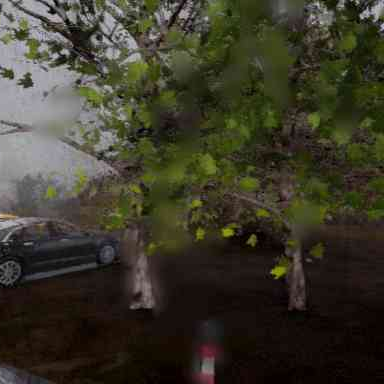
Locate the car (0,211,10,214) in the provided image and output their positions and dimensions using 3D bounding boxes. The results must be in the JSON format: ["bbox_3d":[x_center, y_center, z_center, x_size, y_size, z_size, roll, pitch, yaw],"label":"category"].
[{"bbox_3d":[-6.386,1.465,11.014,2.097,1.535,5.008,0,0,36],"label":"car"}]

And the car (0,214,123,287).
[{"bbox_3d":[-4.156,1.473,9.397,2.231,1.521,4.892,0,0,36],"label":"car"}]
